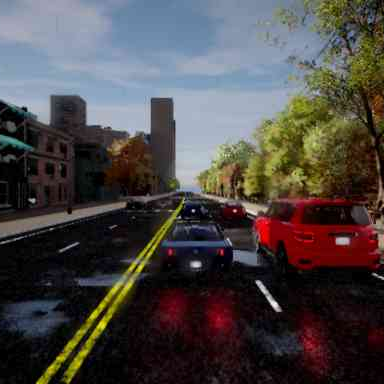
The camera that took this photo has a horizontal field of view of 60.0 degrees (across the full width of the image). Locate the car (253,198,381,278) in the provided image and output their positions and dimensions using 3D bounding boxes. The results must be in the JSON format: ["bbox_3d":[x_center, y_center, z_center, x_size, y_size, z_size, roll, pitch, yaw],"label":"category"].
[{"bbox_3d":[3.352,1.174,10.075,2.150,2.045,5.566,0,0,0],"label":"car"}]

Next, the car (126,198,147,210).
[{"bbox_3d":[-6.587,1.414,39.598,1.895,1.301,4.718,0,0,0],"label":"car"}]

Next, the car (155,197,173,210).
[{"bbox_3d":[-3.334,1.335,40.395,1.812,1.442,4.674,0,0,0],"label":"car"}]

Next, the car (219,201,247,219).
[{"bbox_3d":[3.353,1.432,27.961,1.994,1.385,4.181,0,0,0],"label":"car"}]

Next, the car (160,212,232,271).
[{"bbox_3d":[0.102,1.550,10.690,1.895,1.301,4.718,0,0,0],"label":"car"}]

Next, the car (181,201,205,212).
[{"bbox_3d":[0.103,1.432,28.018,1.994,1.385,4.181,0,0,0],"label":"car"}]
